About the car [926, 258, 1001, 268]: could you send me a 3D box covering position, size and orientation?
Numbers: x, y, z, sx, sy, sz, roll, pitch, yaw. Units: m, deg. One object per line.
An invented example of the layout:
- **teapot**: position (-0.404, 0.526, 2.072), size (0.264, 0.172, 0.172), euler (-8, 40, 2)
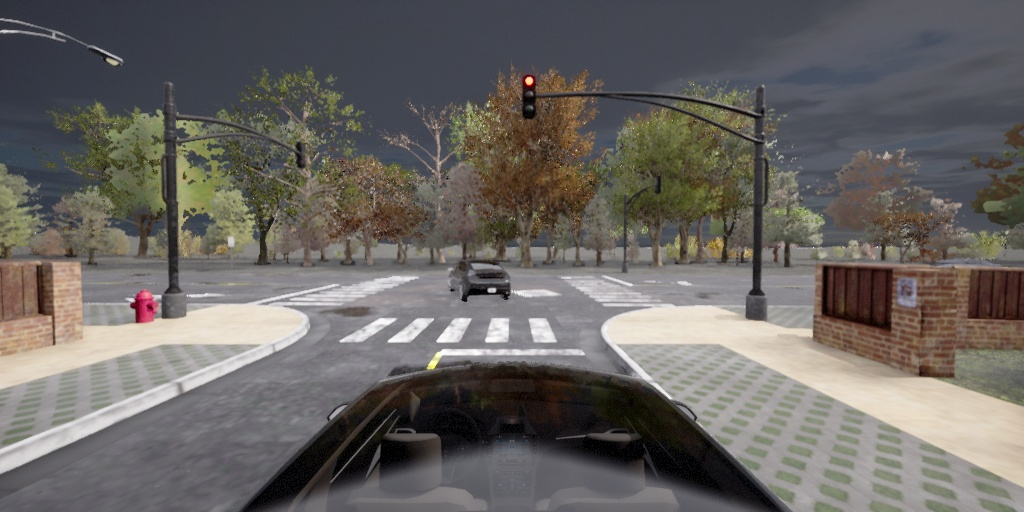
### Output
- **car**: position (29.848, 0.829, 23.945), size (4.181, 1.385, 1.994), euler (0, 1, 0)

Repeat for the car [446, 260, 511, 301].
- **car**: position (-1.496, 0.899, 14.973), size (1.837, 1.490, 4.892), euler (1, 1, -19)
